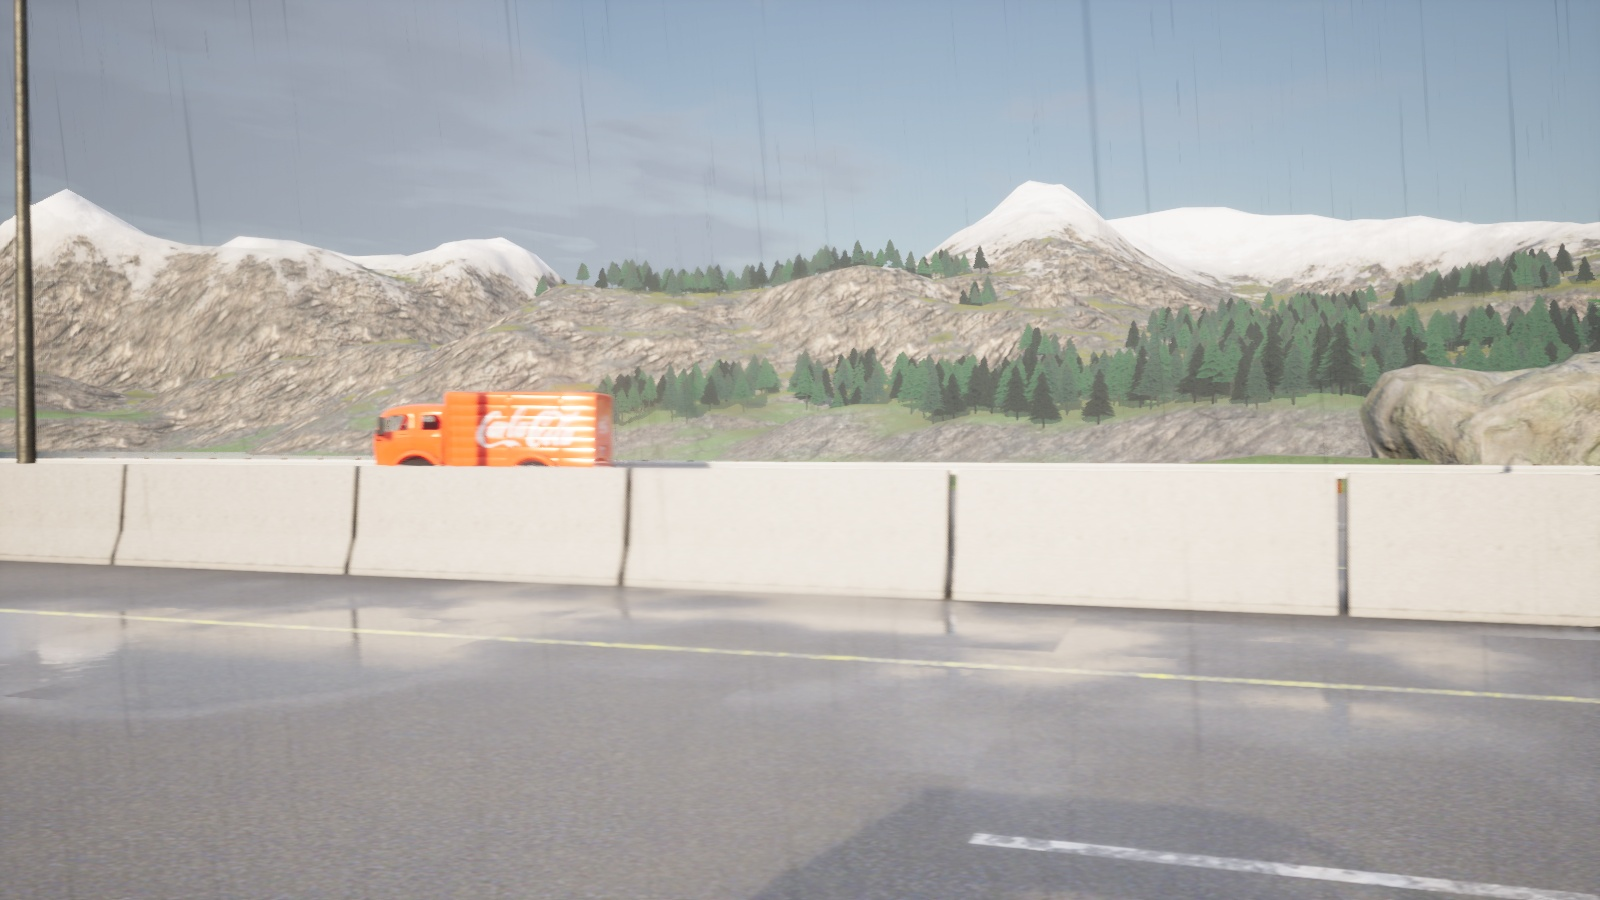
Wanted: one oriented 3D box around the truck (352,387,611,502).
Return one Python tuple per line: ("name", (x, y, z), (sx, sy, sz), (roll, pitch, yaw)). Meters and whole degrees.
("truck", (-7.168, -0.144, 28.771), (5.204, 2.467, 2.627), (1, 1, 2))
